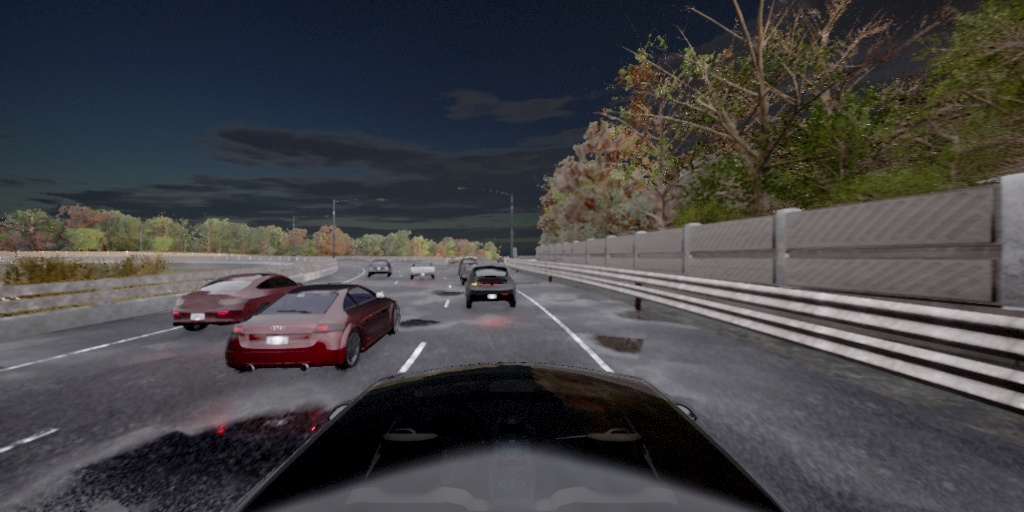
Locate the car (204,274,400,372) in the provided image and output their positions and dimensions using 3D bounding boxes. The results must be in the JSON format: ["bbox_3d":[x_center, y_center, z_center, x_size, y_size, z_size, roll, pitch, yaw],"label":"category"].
[{"bbox_3d":[-3.796,1.275,7.627,1.994,1.385,4.181,0,1,-3],"label":"car"}]

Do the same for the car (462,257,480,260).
[{"bbox_3d":[-4.061,0.981,33.908,1.837,1.490,4.892,0,1,-8],"label":"car"}]

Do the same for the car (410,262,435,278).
[{"bbox_3d":[-7.533,1.123,30.054,1.895,1.301,4.718,0,1,-15],"label":"car"}]

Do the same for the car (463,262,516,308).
[{"bbox_3d":[-0.947,1.140,14.615,1.837,1.490,4.892,0,0,-7],"label":"car"}]

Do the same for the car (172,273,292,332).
[{"bbox_3d":[-7.500,1.223,10.635,1.812,1.442,4.674,0,1,-5],"label":"car"}]

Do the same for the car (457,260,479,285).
[{"bbox_3d":[-2.501,1.159,24.042,1.895,1.301,4.718,0,1,-10],"label":"car"}]

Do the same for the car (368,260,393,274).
[{"bbox_3d":[-11.619,1.070,31.706,2.033,1.411,5.357,0,1,-17],"label":"car"}]
